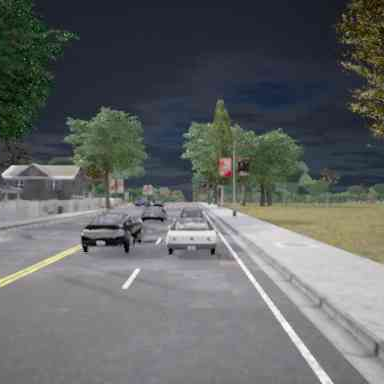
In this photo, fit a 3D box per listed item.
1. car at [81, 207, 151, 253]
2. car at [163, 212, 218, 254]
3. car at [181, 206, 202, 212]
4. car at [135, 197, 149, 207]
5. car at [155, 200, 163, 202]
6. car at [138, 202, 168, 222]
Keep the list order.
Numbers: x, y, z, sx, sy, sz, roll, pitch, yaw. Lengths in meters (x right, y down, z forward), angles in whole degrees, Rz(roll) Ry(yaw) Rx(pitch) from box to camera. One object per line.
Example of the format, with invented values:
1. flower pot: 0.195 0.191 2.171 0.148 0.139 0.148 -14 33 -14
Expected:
1. car: -3.259 1.635 14.319 2.128 1.511 4.902 0 0 0
2. car: -0.010 1.741 14.145 1.895 1.301 4.718 0 -1 0
3. car: -0.022 1.908 29.154 1.895 1.301 4.718 0 -1 0
4. car: -9.809 2.045 65.632 2.150 2.045 5.566 0 -1 0
5. car: -6.557 2.375 65.949 2.033 1.411 5.357 0 -1 0
6. car: -3.272 1.874 29.344 1.994 1.385 4.181 0 -1 0
